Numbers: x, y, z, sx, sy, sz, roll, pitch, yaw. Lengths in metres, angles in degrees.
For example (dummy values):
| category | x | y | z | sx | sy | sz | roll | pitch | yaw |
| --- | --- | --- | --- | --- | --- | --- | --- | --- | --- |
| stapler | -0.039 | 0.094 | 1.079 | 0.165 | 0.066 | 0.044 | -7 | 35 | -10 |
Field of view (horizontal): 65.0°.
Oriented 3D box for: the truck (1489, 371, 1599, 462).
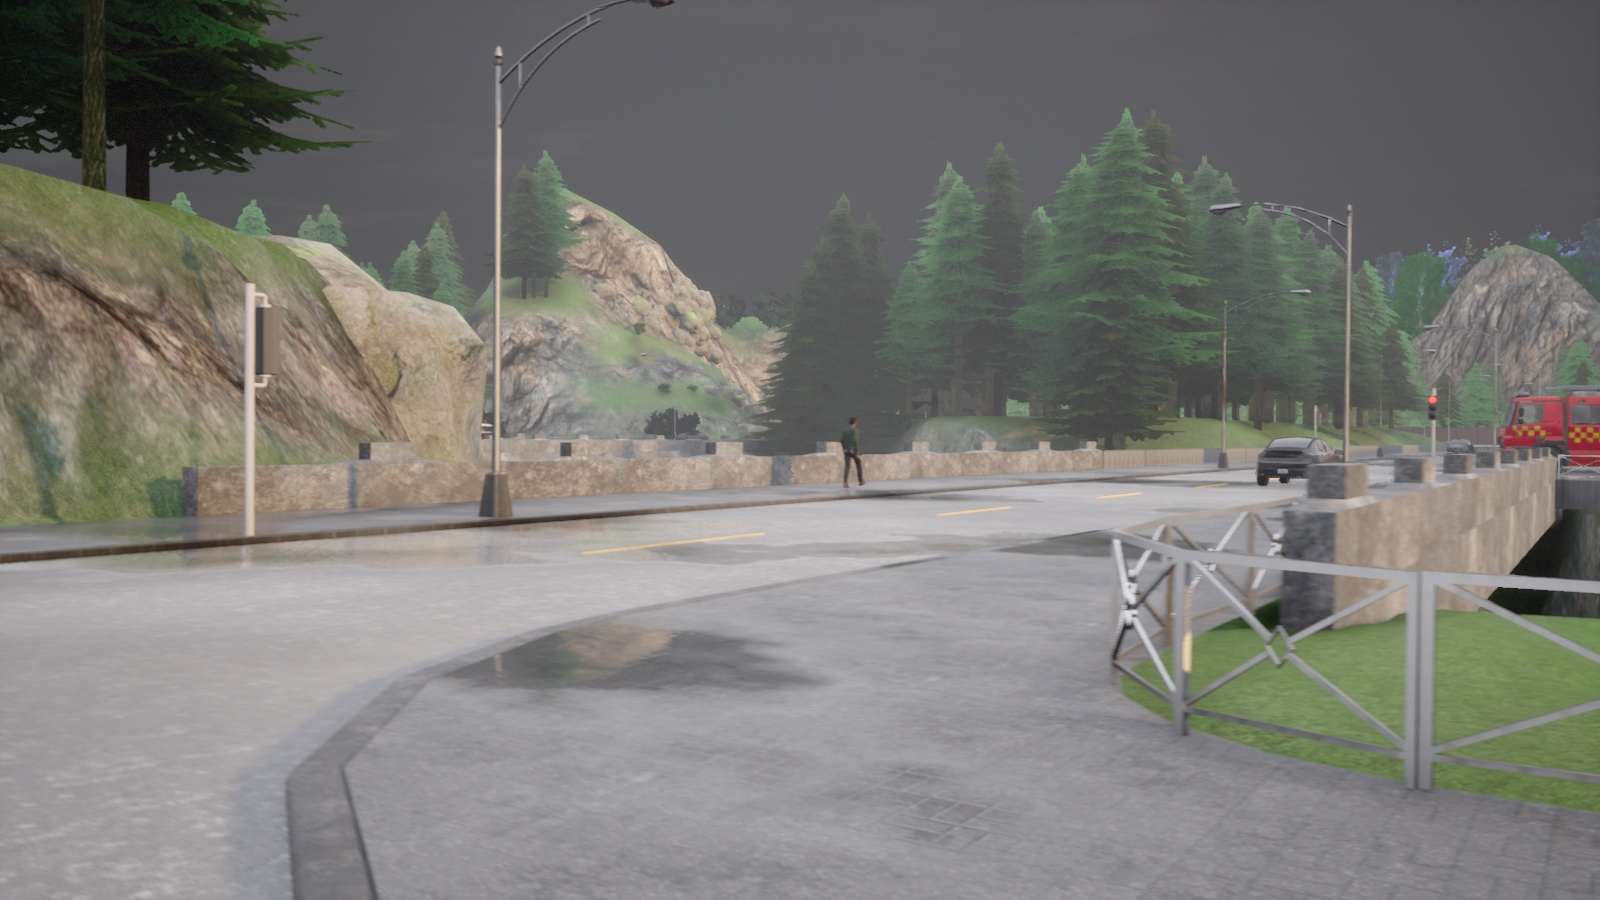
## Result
| category | x | y | z | sx | sy | sz | roll | pitch | yaw |
| --- | --- | --- | --- | --- | --- | --- | --- | --- | --- |
| truck | 34.546 | -1.452 | 53.982 | 8.468 | 3.827 | 2.891 | 0 | 1 | 24 |

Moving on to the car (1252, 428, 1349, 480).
| category | x | y | z | sx | sy | sz | roll | pitch | yaw |
| --- | --- | --- | --- | --- | --- | --- | --- | --- | --- |
| car | 15.603 | 0.083 | 38.985 | 1.837 | 1.490 | 4.892 | 0 | 1 | 33 |

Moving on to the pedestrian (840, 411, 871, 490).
| category | x | y | z | sx | sy | sz | roll | pitch | yaw |
| --- | --- | --- | --- | --- | --- | --- | --- | --- | --- |
| pedestrian | 1.390 | 0.013 | 31.520 | 0.423 | 1.949 | 0.788 | 0 | 1 | 34 |
